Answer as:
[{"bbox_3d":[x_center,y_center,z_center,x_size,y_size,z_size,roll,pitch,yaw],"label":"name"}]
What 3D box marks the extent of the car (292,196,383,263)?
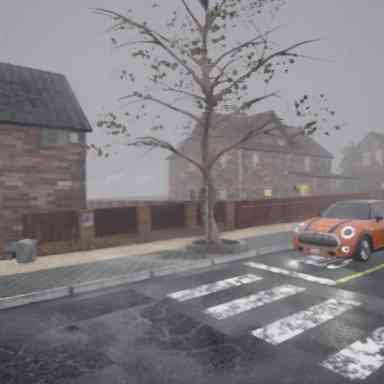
[{"bbox_3d":[5.354,1.062,10.969,4.553,1.767,2.097,-2,1,-37],"label":"car"}]
